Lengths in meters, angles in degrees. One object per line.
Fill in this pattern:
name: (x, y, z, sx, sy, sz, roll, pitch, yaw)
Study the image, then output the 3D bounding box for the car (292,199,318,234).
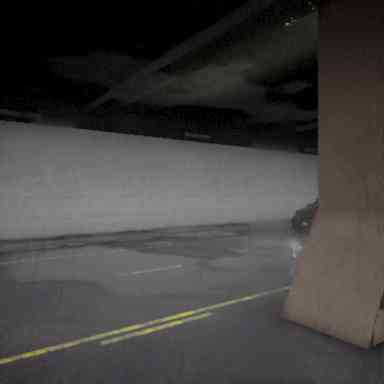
car: (7.898, 1.223, 18.226, 5.566, 2.045, 2.150, 0, 0, -36)
